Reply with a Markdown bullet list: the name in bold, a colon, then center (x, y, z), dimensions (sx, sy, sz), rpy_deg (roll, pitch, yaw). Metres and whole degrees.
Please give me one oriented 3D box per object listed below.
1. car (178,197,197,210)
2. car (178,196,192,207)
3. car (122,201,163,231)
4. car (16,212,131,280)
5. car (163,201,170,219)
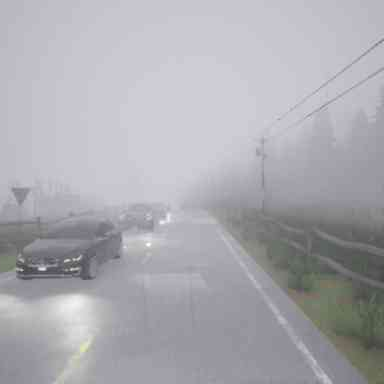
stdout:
- **car**: center (-0.534, 1.609, 46.878), dimensions (2.097, 1.767, 4.553), rpy_deg (0, 0, -4)
- **car**: center (-1.265, 1.666, 56.931), dimensions (2.097, 1.767, 4.553), rpy_deg (0, 0, -6)
- **car**: center (-3.311, 1.489, 21.404), dimensions (2.097, 1.767, 4.553), rpy_deg (0, 0, 0)
- **car**: center (-3.445, 1.586, 10.270), dimensions (1.837, 1.490, 4.892), rpy_deg (0, -1, 2)
- **car**: center (-3.368, 1.695, 31.527), dimensions (1.837, 1.490, 4.892), rpy_deg (0, 0, -1)
